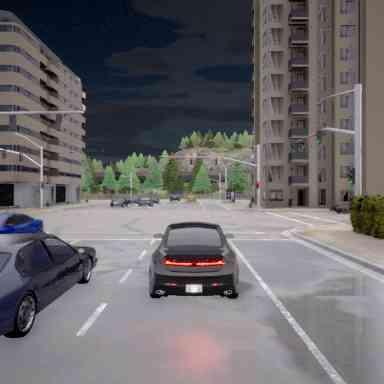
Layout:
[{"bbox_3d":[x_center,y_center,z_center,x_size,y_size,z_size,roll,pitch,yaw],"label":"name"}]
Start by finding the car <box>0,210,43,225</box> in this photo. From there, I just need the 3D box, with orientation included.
[{"bbox_3d":[-7.119,1.477,11.969,1.882,1.535,5.008,0,0,0],"label":"car"}]

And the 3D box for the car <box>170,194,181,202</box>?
[{"bbox_3d":[-3.618,1.194,72.924,2.097,1.767,4.553,0,0,0],"label":"car"}]

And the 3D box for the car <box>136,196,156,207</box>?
[{"bbox_3d":[-7.176,1.526,52.003,1.812,1.442,4.674,0,0,-1],"label":"car"}]

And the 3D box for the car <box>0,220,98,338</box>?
[{"bbox_3d":[-3.460,1.547,6.537,2.033,1.411,5.357,0,0,0],"label":"car"}]

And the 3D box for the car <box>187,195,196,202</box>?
[{"bbox_3d":[-0.113,1.478,72.951,1.882,1.535,5.008,0,0,0],"label":"car"}]

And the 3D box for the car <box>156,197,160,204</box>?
[{"bbox_3d":[-7.166,1.564,61.916,1.994,1.385,4.181,0,0,0],"label":"car"}]

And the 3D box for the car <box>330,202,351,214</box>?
[{"bbox_3d":[17.290,1.547,34.599,5.357,1.411,2.033,0,0,0],"label":"car"}]

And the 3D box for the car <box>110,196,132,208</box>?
[{"bbox_3d":[-10.675,1.491,49.038,2.128,1.511,4.902,0,0,0],"label":"car"}]

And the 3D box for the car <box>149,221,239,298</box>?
[{"bbox_3d":[0.050,1.505,8.466,1.837,1.490,4.892,0,0,0],"label":"car"}]

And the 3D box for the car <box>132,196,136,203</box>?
[{"bbox_3d":[-10.659,1.505,61.493,1.837,1.490,4.892,0,0,0],"label":"car"}]
